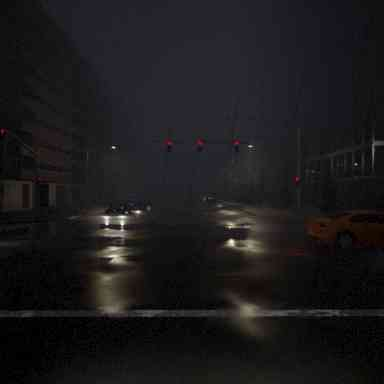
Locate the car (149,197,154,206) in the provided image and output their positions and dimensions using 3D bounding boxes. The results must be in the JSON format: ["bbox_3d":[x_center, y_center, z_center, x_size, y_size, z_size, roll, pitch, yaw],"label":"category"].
[{"bbox_3d":[-7.340,1.547,54.552,2.033,1.411,5.357,0,0,1],"label":"car"}]

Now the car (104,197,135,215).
[{"bbox_3d":[-7.466,1.526,34.177,1.812,1.442,4.674,0,0,0],"label":"car"}]

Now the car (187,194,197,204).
[{"bbox_3d":[-0.038,1.564,64.574,1.994,1.385,4.181,0,0,1],"label":"car"}]

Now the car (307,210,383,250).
[{"bbox_3d":[7.466,1.519,13.939,5.008,1.535,1.882,1,0,0],"label":"car"}]

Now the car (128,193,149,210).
[{"bbox_3d":[-7.452,1.221,44.088,2.150,2.045,5.566,0,0,1],"label":"car"}]

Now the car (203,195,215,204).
[{"bbox_3d":[3.461,1.491,64.666,2.128,1.511,4.902,0,0,1],"label":"car"}]

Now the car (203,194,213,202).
[{"bbox_3d":[3.465,1.355,74.531,2.097,1.767,4.553,0,0,1],"label":"car"}]
